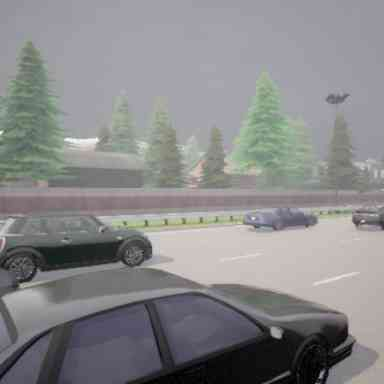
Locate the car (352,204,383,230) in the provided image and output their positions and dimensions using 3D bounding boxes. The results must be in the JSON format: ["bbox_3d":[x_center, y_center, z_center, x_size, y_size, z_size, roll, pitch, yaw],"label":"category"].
[{"bbox_3d":[12.013,1.521,20.906,4.902,1.511,2.128,0,0,-35],"label":"car"}]

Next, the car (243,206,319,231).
[{"bbox_3d":[5.575,1.570,20.613,5.357,1.411,2.033,0,0,-35],"label":"car"}]

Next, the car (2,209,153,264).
[{"bbox_3d":[-3.436,1.356,9.891,4.553,1.767,2.097,0,0,-35],"label":"car"}]

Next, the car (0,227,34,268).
[{"bbox_3d":[-5.013,1.503,4.469,4.892,1.490,1.837,0,0,-35],"label":"car"}]

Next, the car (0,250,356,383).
[{"bbox_3d":[-0.563,1.549,3.344,5.357,1.411,2.033,0,0,-35],"label":"car"}]
